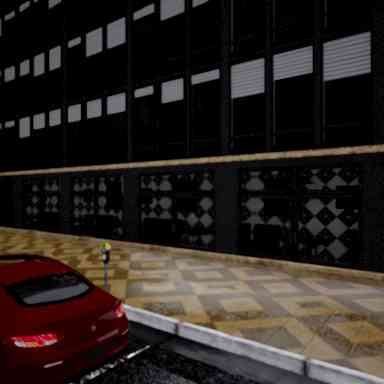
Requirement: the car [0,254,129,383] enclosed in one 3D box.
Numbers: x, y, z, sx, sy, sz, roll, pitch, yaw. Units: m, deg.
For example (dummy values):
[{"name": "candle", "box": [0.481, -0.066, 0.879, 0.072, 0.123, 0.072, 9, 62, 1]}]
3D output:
[{"name": "car", "box": [-2.714, 1.568, 4.768, 4.206, 1.307, 1.802, 0, 0, 35]}]
